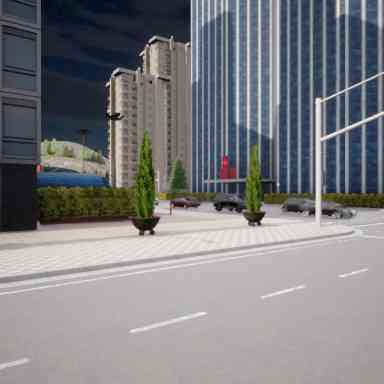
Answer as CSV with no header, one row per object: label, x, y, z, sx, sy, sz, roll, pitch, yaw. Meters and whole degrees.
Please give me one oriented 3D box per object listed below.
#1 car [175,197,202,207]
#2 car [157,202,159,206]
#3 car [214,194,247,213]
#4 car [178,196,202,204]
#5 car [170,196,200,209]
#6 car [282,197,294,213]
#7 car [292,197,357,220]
car,-0.573,1.564,50.891,1.994,1.385,4.181,0,0,-36
car,-7.168,1.491,54.091,2.128,1.511,4.902,0,0,-36
car,4.754,1.222,37.563,2.150,2.045,5.566,0,0,-36
car,-0.488,1.491,63.036,2.128,1.511,4.902,0,0,-36
car,-1.095,1.478,45.647,1.882,1.535,5.008,0,0,-36
car,11.549,1.351,34.151,2.097,1.767,4.553,0,0,-36
car,11.433,1.493,28.366,2.128,1.511,4.902,0,0,-36
